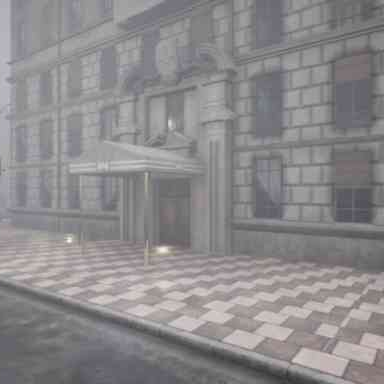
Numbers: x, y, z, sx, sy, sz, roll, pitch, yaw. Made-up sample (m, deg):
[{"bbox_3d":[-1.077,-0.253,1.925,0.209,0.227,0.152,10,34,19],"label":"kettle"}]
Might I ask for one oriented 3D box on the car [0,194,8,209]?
[{"bbox_3d":[-26.727,1.213,42.715,2.150,2.045,5.566,0,0,35],"label":"car"}]
